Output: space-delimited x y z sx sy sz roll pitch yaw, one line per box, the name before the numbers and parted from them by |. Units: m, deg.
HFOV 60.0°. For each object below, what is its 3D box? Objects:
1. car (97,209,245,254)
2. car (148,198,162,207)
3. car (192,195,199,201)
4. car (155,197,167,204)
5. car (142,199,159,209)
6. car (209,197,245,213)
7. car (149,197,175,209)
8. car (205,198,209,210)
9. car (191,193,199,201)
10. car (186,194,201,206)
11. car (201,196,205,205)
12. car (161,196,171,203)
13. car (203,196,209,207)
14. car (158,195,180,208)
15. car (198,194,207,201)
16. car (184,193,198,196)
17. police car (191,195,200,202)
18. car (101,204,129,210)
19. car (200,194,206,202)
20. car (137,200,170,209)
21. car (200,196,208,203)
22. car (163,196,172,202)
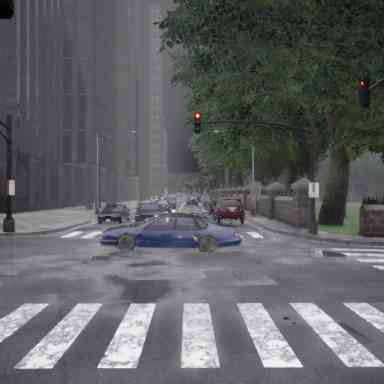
car | -0.766 1.565 13.154 5.357 1.411 2.033 1 0 0
car | -5.814 1.622 52.376 1.802 1.307 4.206 0 0 0
car | 0.814 1.592 85.763 1.837 1.490 4.892 0 0 0
car | -5.825 1.635 63.291 1.802 1.307 4.206 0 0 0
car | -5.809 1.616 46.919 1.802 1.307 4.206 0 0 0
car | 2.739 1.326 25.109 2.192 1.841 5.009 0 0 0
car | -3.121 1.547 35.247 1.812 1.442 4.674 0 0 0
car | 2.727 1.588 36.022 1.947 1.339 4.313 0 0 0
car | 0.809 1.320 91.794 2.150 2.045 5.566 0 0 0
car | 0.045 1.570 55.252 1.812 1.442 4.674 0 0 0
car | 2.716 1.585 46.935 2.008 1.369 4.403 0 0 0
car | -5.836 1.611 74.204 1.887 1.381 4.507 0 0 0
car | 2.722 1.579 41.478 2.008 1.369 4.403 0 0 0
car | -3.135 1.524 45.514 2.128 1.511 4.902 0 0 0
car | 2.677 1.399 85.131 2.192 1.841 5.009 0 0 0
car | 0.025 1.407 65.015 2.097 1.767 4.553 0 0 0
police car | 0.825 1.495 75.873 1.930 1.638 5.238 0 0 0
car | -5.787 1.576 25.091 1.947 1.339 4.313 0 0 0
car | 2.711 1.481 52.392 1.967 1.590 4.097 0 0 0
car | -3.126 1.559 25.610 2.033 1.411 5.357 0 0 0
car | 2.688 1.592 74.387 1.752 1.417 4.829 0 0 0
car | -5.842 1.620 79.662 1.887 1.381 4.507 0 0 0
